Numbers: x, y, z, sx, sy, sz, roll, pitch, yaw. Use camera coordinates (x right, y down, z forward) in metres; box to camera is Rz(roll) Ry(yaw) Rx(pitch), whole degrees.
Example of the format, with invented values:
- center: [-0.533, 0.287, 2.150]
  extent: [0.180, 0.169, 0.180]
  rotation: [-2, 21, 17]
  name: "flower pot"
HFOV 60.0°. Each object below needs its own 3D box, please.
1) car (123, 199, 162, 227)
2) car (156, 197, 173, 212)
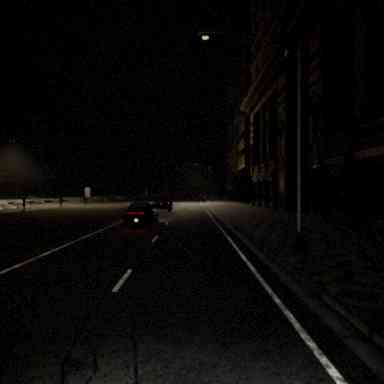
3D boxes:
- center: [-3.393, 1.466, 22.639]
  extent: [1.837, 1.490, 4.892]
  rotation: [0, 0, 0]
  name: "car"
- center: [-3.391, 1.327, 38.964]
  extent: [2.097, 1.767, 4.553]
  rotation: [0, 0, 0]
  name: "car"
